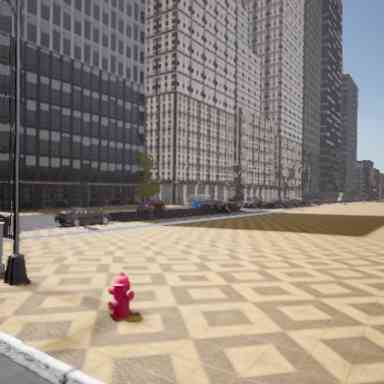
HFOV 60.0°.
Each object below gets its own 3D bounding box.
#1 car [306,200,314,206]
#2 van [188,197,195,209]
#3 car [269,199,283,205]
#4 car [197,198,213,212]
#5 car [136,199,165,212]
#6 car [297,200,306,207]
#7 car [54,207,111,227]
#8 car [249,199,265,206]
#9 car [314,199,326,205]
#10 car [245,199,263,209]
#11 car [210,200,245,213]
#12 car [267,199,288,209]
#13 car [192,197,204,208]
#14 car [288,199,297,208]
[{"bbox_3d":[24.020,2.384,71.297,1.947,1.339,4.313,0,0,35],"label":"car"},{"bbox_3d":[1.044,1.746,52.921,1.690,1.788,3.998,0,0,35],"label":"van"},{"bbox_3d":[20.358,2.298,80.712,1.947,1.339,4.313,0,0,35],"label":"car"},{"bbox_3d":[3.397,2.008,46.284,2.033,1.411,5.357,1,0,35],"label":"car"},{"bbox_3d":[-5.395,1.734,43.656,1.967,1.590,4.097,0,0,35],"label":"car"},{"bbox_3d":[20.801,2.204,66.664,1.967,1.590,4.097,0,0,35],"label":"car"},{"bbox_3d":[-8.075,1.819,24.892,2.008,1.369,4.403,0,0,35],"label":"car"},{"bbox_3d":[13.920,2.206,71.448,1.802,1.307,4.206,0,0,35],"label":"car"},{"bbox_3d":[30.909,2.459,81.789,1.812,1.442,4.674,1,0,35],"label":"car"},{"bbox_3d":[10.501,2.145,56.545,1.994,1.385,4.181,1,0,35],"label":"car"},{"bbox_3d":[4.699,2.055,43.497,1.947,1.339,4.313,0,0,35],"label":"car"},{"bbox_3d":[14.359,2.220,57.397,1.947,1.339,4.313,0,0,35],"label":"car"},{"bbox_3d":[2.545,1.943,50.431,1.837,1.490,4.892,1,0,35],"label":"car"},{"bbox_3d":[17.579,2.291,62.031,1.802,1.307,4.206,0,0,35],"label":"car"}]
